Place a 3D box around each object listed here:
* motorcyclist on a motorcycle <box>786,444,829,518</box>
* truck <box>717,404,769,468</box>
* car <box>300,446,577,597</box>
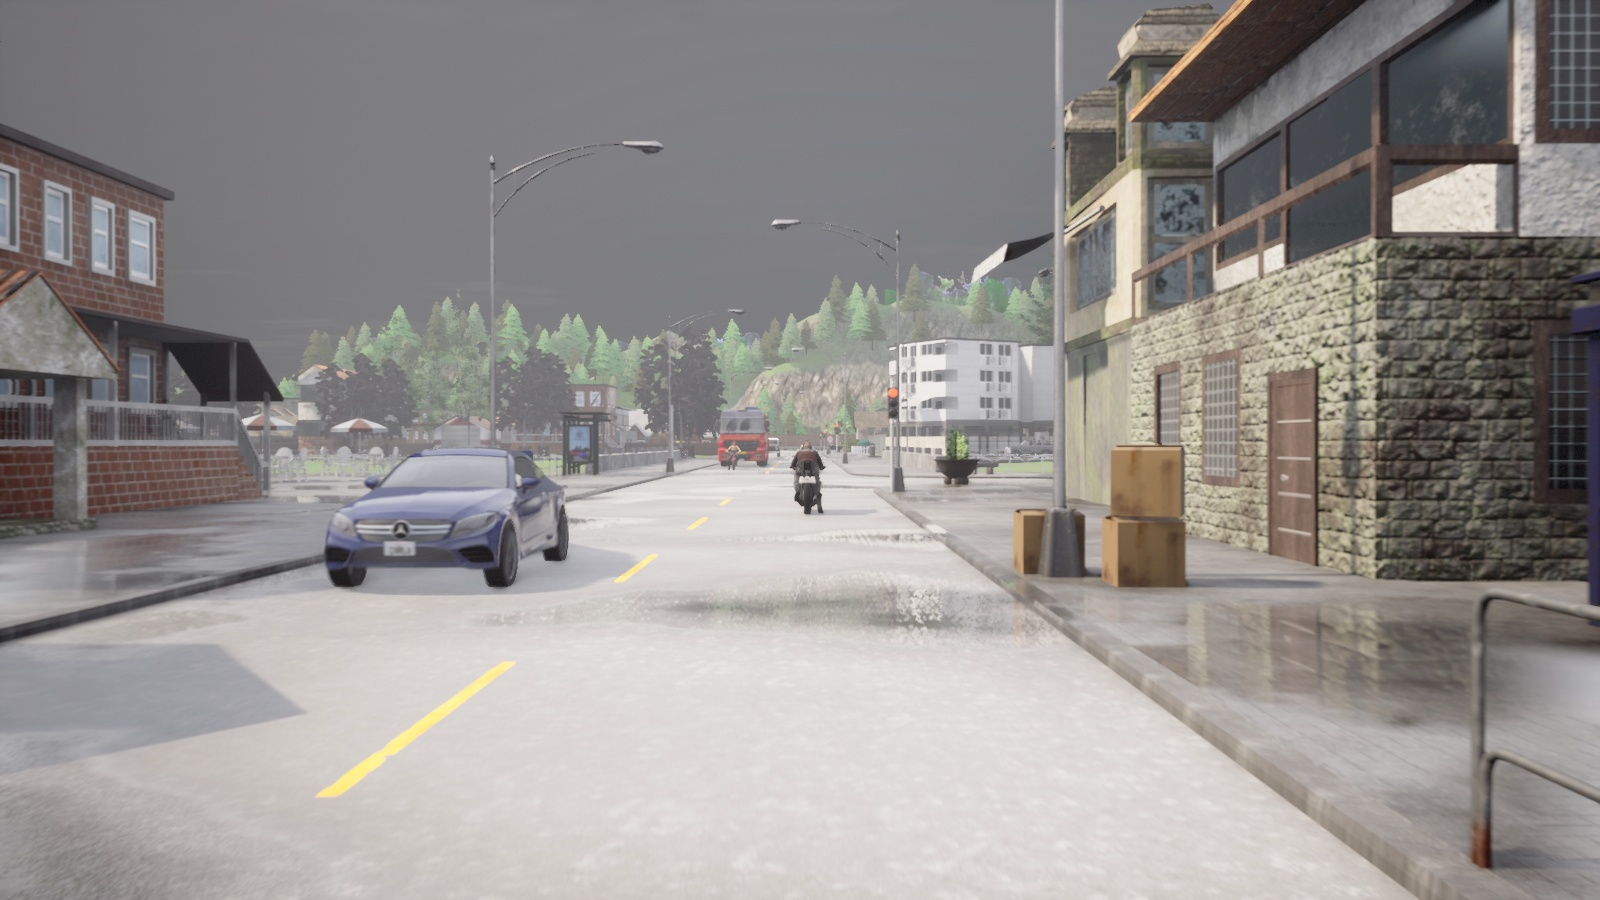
[{"bbox_3d":[0.164,0.630,26.855,0.866,1.530,2.191,0,0,1],"label":"motorcyclist on a motorcycle"},{"bbox_3d":[-3.538,-0.873,80.280,2.891,3.827,8.468,0,0,0],"label":"truck"},{"bbox_3d":[-3.905,0.688,14.453,1.812,1.442,4.674,0,0,0],"label":"car"}]
